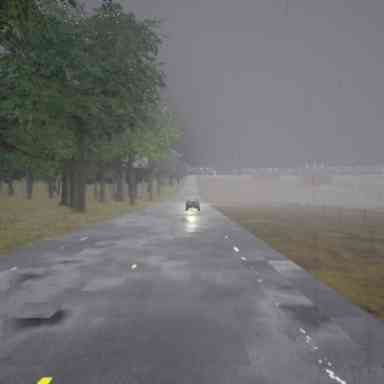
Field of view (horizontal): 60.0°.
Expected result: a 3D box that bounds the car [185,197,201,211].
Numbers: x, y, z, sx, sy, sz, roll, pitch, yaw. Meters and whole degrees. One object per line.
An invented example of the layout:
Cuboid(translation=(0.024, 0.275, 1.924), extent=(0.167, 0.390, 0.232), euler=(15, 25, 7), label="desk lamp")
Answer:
Cuboid(translation=(0.100, 1.672, 44.417), extent=(1.837, 1.490, 4.892), euler=(0, 0, 0), label="car")

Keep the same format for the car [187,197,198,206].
Cuboid(translation=(0.096, 1.762, 63.231), extent=(2.128, 1.511, 4.902), euler=(0, 0, 0), label="car")
